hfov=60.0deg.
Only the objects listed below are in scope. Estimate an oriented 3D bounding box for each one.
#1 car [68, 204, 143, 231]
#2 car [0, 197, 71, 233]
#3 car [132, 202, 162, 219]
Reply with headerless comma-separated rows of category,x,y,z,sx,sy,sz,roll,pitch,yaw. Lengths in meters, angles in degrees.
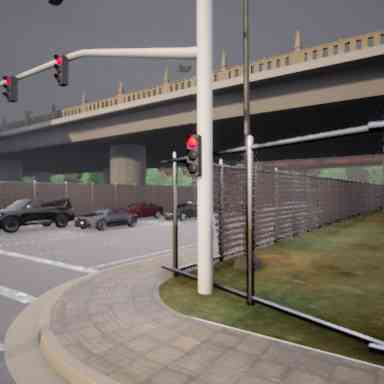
car,-5.605,1.715,22.059,1.994,1.385,4.181,0,0,35
car,-10.326,1.392,21.468,2.150,2.045,5.566,0,0,36
car,-4.644,1.648,29.465,1.882,1.535,5.008,0,0,35
